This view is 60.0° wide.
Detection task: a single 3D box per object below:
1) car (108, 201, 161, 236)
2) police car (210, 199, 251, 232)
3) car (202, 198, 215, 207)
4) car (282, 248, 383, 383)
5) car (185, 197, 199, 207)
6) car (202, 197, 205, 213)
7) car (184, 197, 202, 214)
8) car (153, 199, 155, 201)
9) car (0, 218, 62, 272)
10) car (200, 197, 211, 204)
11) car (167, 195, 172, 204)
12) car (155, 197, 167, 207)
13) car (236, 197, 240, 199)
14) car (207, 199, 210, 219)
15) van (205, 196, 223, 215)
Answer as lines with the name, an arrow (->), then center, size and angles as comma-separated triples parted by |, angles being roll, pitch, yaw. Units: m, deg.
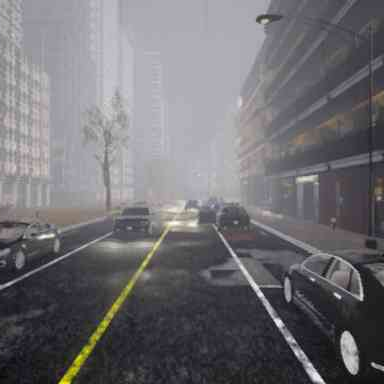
car -> -3.091, 1.515, 18.927 | 1.882, 1.535, 5.008 | 0, 0, 0
police car -> 2.376, 1.465, 20.616 | 1.930, 1.638, 5.238 | 0, 0, 0
car -> 2.713, 1.679, 55.031 | 2.008, 1.369, 4.403 | 0, 0, 0
car -> 2.692, 1.560, 5.239 | 2.008, 1.369, 4.403 | 0, 0, 0
car -> 0.026, 1.619, 54.866 | 2.128, 1.511, 4.902 | 0, 0, 0
car -> 2.708, 1.539, 43.967 | 1.967, 1.590, 4.097 | 0, 0, 0
car -> 0.040, 1.620, 42.042 | 1.812, 1.442, 4.674 | 0, 0, 1
car -> -5.674, 1.667, 38.438 | 1.802, 1.307, 4.206 | 0, 0, 0
car -> -5.686, 1.571, 10.774 | 2.008, 1.369, 4.403 | 0, 0, 0
car -> 2.718, 1.711, 66.097 | 2.008, 1.369, 4.403 | 0, 0, 0
car -> -5.662, 1.706, 66.101 | 1.887, 1.381, 4.507 | 0, 0, 0
car -> -5.667, 1.653, 54.866 | 1.752, 1.417, 4.829 | 0, 0, 0
car -> 13.463, 1.565, 85.499 | 4.403, 1.369, 2.008 | -1, 1, -1
car -> 2.703, 1.652, 32.902 | 1.802, 1.307, 4.206 | 0, 0, 0
van -> 2.706, 1.425, 38.434 | 1.690, 1.788, 3.998 | 0, 0, 0
